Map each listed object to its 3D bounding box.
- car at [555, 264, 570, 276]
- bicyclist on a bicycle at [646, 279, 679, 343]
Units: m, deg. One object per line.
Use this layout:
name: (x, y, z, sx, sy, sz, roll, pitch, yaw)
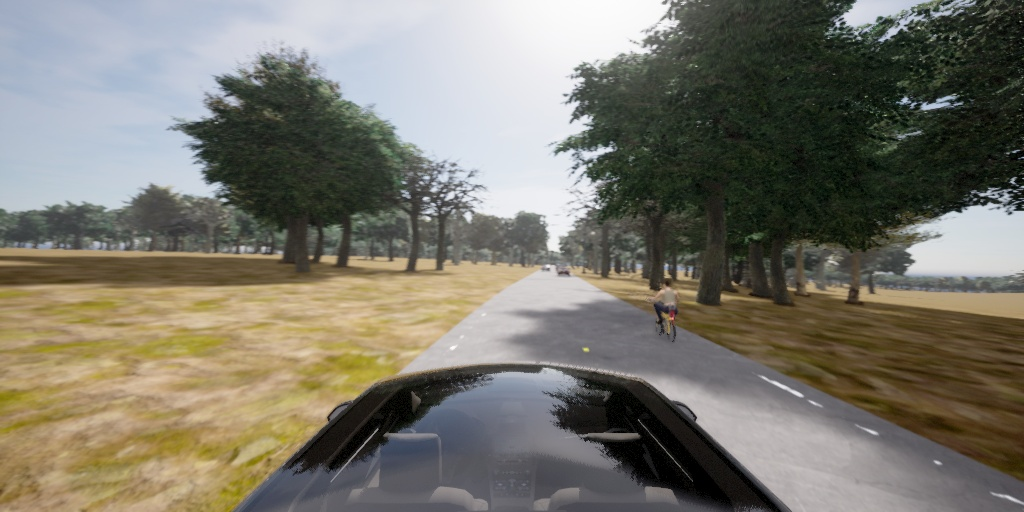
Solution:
car: (8.010, 2.410, 55.863, 1.895, 1.301, 4.718, 2, -1, 6)
bicyclist on a bicycle: (4.112, 1.430, 9.636, 0.866, 1.612, 1.509, 2, -1, 4)
